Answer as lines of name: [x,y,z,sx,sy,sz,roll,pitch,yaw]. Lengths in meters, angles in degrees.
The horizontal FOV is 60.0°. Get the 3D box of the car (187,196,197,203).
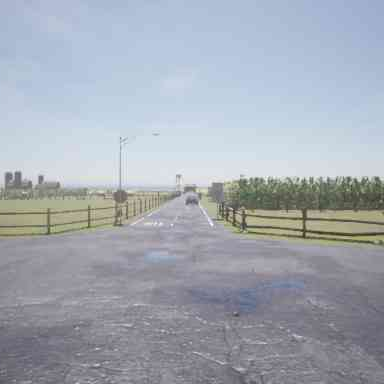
car: [0.013,1.476,68.155,2.033,1.411,5.357,0,0,0]

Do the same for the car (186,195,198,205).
car: [0.011,1.297,58.119,2.097,1.767,4.553,0,0,0]
